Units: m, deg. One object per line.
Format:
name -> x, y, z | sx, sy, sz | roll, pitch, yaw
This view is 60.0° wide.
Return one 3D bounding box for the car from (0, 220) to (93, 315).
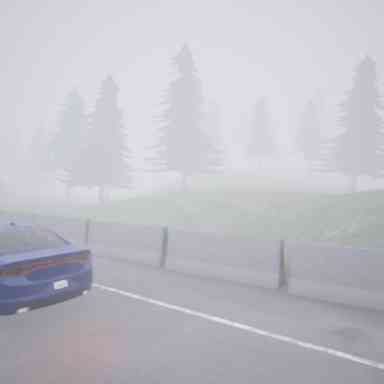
car -> -4.200, 1.340, 7.011 | 5.008, 1.535, 1.882 | 2, 1, 36
